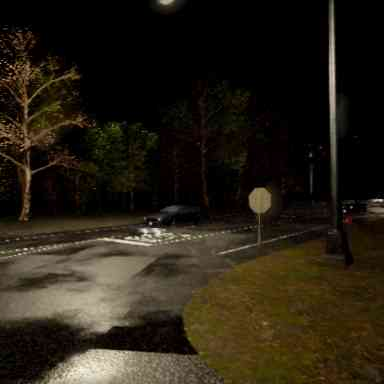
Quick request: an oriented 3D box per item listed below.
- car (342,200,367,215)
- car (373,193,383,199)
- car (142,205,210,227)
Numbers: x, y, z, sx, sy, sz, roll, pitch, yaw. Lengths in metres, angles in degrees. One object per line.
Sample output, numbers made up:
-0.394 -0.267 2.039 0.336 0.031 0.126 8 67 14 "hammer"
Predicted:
15.024 1.376 31.406 1.895 1.301 4.718 -1 0 40 "car"
41.680 0.884 73.869 2.128 1.511 4.902 -1 0 40 "car"
-0.949 1.594 23.335 2.033 1.411 5.357 -1 0 40 "car"
